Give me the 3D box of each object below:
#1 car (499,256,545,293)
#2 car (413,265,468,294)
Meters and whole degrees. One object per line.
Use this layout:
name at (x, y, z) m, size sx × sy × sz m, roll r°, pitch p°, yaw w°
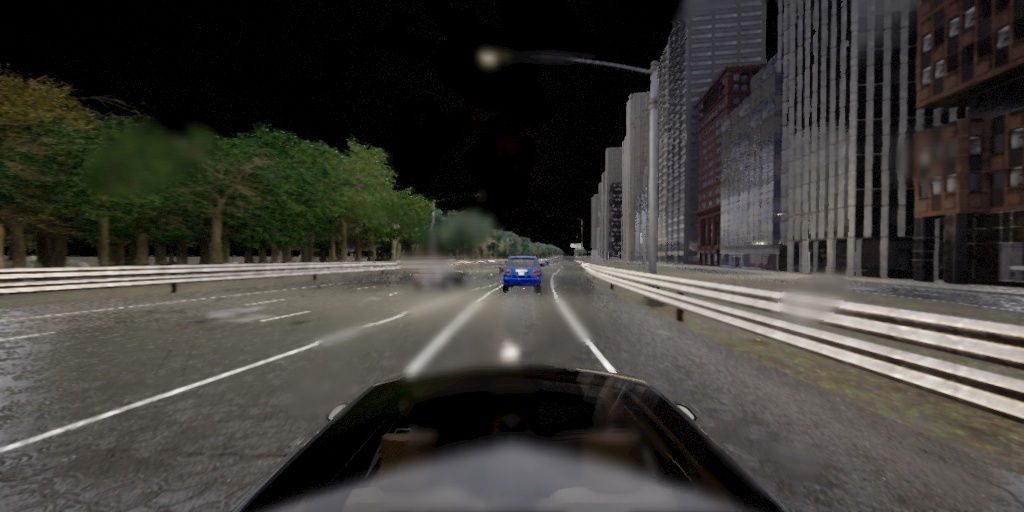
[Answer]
car at (0.758, 1.032, 21.705) m, size 2.150 × 2.045 × 5.566 m, roll 0°, pitch 0°, yaw 5°
car at (-3.960, 1.255, 20.667) m, size 2.128 × 1.511 × 4.902 m, roll 1°, pitch 0°, yaw 10°
